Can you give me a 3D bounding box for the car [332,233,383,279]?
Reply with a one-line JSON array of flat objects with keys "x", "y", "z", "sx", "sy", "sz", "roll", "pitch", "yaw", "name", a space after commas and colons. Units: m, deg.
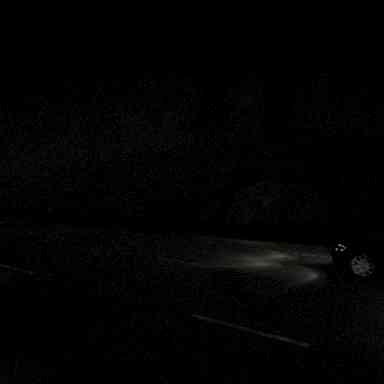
[{"x": 6.162, "y": 1.438, "z": 8.220, "sx": 5.008, "sy": 1.535, "sz": 1.882, "roll": 0, "pitch": 0, "yaw": 36, "name": "car"}]
